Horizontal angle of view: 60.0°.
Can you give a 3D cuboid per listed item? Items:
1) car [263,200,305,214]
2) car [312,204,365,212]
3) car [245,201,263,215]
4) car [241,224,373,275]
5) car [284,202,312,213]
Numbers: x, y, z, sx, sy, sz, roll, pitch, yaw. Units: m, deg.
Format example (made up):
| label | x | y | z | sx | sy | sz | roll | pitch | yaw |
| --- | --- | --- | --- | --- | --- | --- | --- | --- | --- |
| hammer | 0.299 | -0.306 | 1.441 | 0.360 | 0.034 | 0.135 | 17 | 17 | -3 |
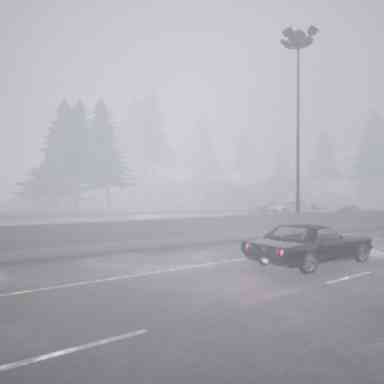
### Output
| label | x | y | z | sx | sy | sz | roll | pitch | yaw |
| --- | --- | --- | --- | --- | --- | --- | --- | --- | --- |
| car | 10.322 | 1.650 | 35.362 | 4.553 | 1.767 | 2.097 | 0 | 0 | -25 |
| car | 13.087 | 1.795 | 28.922 | 4.674 | 1.442 | 1.812 | 1 | -1 | -25 |
| car | 8.415 | 1.798 | 38.321 | 4.902 | 1.511 | 2.128 | 1 | 0 | -26 |
| car | 3.909 | 1.695 | 10.834 | 4.718 | 1.301 | 1.895 | 1 | 0 | -35 |
| car | 11.659 | 1.880 | 32.120 | 4.718 | 1.301 | 1.895 | 1 | 0 | -25 |
